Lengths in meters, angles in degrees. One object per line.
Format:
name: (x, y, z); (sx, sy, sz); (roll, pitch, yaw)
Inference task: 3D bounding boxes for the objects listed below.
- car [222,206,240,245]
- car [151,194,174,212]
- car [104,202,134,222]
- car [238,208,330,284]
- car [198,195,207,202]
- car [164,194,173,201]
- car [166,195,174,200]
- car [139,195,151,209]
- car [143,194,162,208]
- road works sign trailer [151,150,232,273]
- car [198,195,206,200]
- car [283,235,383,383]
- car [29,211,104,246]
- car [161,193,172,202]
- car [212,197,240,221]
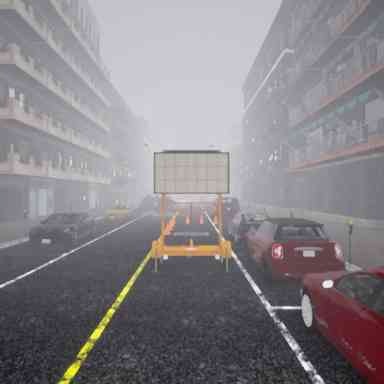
car: (2.670, 1.547, 15.197); (2.008, 1.369, 4.403); (0, 0, 0)
car: (-3.154, 1.338, 38.316); (2.097, 1.767, 4.553); (0, 0, 0)
car: (-5.727, 1.518, 26.292); (1.752, 1.417, 4.829); (0, 0, 0)
car: (2.678, 1.438, 9.562); (1.967, 1.590, 4.097); (0, 0, 0)
car: (2.580, 1.488, 77.368); (1.752, 1.417, 4.829); (0, 0, 0)
car: (-5.808, 1.399, 82.826); (1.967, 1.590, 4.097); (0, 0, 0)
car: (-5.816, 1.500, 88.463); (1.887, 1.381, 4.507); (0, 0, 0)
car: (-5.751, 1.424, 43.372); (1.967, 1.590, 4.097); (0, 0, 0)
car: (-5.758, 1.296, 49.008); (2.192, 1.841, 5.009); (0, 0, 0)
road works sign trailer: (-0.015, 0.462, 10.690); (2.380, 3.560, 2.880); (0, 0, 0)
car: (2.564, 1.499, 88.470); (1.887, 1.381, 4.507); (0, 0, 0)
car: (2.686, 1.544, 3.925); (1.887, 1.381, 4.507); (0, 0, 0)
car: (-5.711, 1.562, 15.188); (1.947, 1.339, 4.313); (0, 0, 0)
car: (-5.799, 1.278, 77.190); (2.192, 1.841, 5.009); (0, 0, 0)
car: (2.655, 1.307, 26.470); (2.192, 1.841, 5.009); (0, 0, 0)
